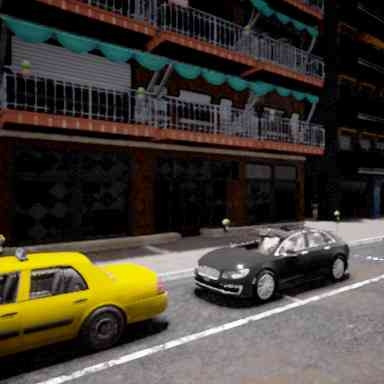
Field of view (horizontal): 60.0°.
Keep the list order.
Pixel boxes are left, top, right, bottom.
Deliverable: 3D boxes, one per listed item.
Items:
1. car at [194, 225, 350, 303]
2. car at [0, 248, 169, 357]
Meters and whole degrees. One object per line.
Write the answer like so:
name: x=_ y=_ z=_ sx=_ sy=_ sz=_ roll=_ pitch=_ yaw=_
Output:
car: x=2.083 y=1.515 z=8.034 sx=4.403 sy=1.369 sz=2.008 roll=0 pitch=0 yaw=-35
car: x=-2.672 y=1.524 z=4.653 sx=4.829 sy=1.417 sz=1.752 roll=0 pitch=0 yaw=-35
